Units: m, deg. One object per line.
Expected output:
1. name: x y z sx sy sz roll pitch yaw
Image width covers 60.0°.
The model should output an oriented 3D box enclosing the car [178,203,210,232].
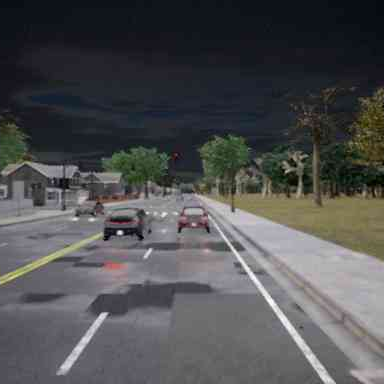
1. car: 0.108 1.561 20.096 1.812 1.442 4.674 0 0 0

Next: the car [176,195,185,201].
1. car: -3.224 1.645 85.794 2.033 1.411 5.357 0 0 0

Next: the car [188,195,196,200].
1. car: 0.026 1.700 85.823 1.895 1.301 4.718 0 0 0

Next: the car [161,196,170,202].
1. car: -6.475 1.706 81.410 1.895 1.301 4.718 0 0 0

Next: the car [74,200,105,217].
1. car: -9.753 1.563 31.997 1.837 1.490 4.892 0 -1 0

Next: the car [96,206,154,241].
1. car: -3.144 1.534 16.947 1.837 1.490 4.892 0 0 0
